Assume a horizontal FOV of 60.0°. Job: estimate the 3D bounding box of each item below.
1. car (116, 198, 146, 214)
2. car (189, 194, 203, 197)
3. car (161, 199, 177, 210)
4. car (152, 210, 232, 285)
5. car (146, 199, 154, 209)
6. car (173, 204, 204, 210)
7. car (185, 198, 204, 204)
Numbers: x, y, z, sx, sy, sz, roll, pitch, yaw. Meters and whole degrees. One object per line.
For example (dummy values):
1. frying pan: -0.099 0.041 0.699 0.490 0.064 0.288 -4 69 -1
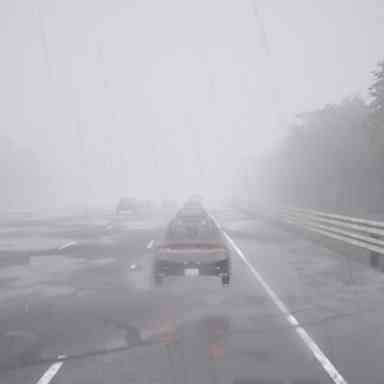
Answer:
1. car: -6.733 1.385 36.154 2.097 1.767 4.553 0 0 2
2. car: 0.576 1.253 46.302 2.150 2.045 5.566 0 0 2
3. car: -2.991 1.588 44.529 2.033 1.411 5.357 0 0 2
4. car: 0.000 1.476 9.440 2.128 1.511 4.902 0 0 0
5. car: -6.446 1.666 45.698 1.895 1.301 4.718 0 0 2
6. car: -0.004 1.589 19.004 1.895 1.301 4.718 0 0 0
7. car: 0.045 1.529 29.281 2.033 1.411 5.357 0 0 1
